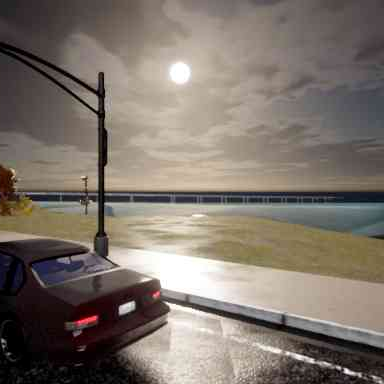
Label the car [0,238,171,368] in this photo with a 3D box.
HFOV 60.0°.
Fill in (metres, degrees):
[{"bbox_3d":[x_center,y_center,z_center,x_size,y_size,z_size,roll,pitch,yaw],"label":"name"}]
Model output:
[{"bbox_3d":[-2.889,1.548,5.760,5.357,1.411,2.033,0,0,35],"label":"car"}]
